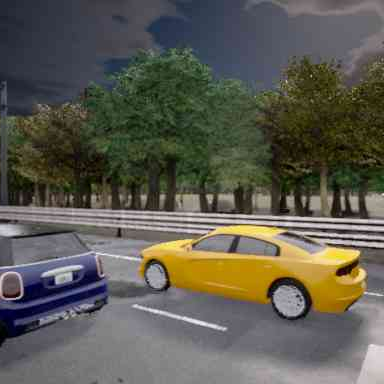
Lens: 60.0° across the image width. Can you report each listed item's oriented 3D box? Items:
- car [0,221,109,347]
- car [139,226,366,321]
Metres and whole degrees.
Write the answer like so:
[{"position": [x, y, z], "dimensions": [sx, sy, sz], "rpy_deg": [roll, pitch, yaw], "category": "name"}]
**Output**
[{"position": [-3.772, 1.390, 6.431], "dimensions": [4.553, 1.767, 2.097], "rpy_deg": [0, 0, 34], "category": "car"}, {"position": [1.033, 1.504, 7.399], "dimensions": [5.008, 1.535, 1.882], "rpy_deg": [0, 0, 34], "category": "car"}]
